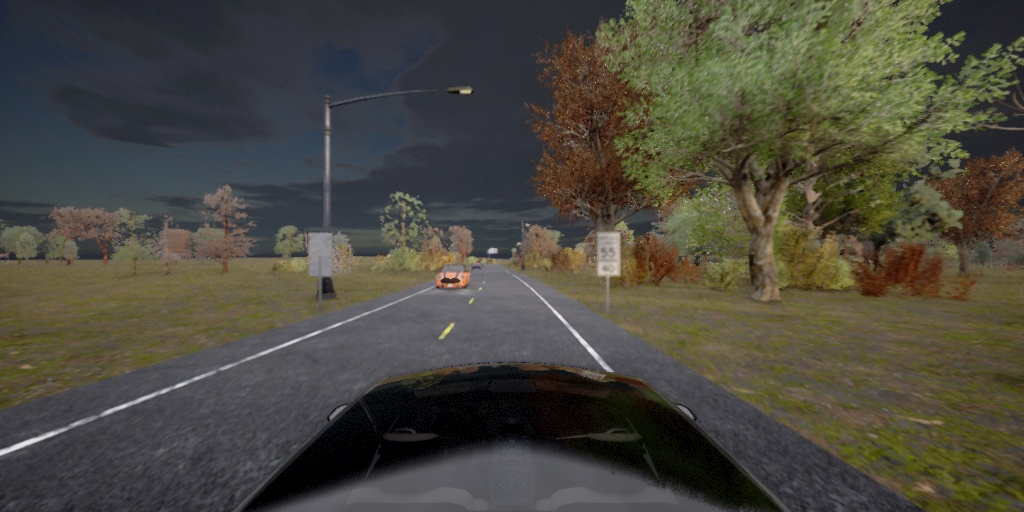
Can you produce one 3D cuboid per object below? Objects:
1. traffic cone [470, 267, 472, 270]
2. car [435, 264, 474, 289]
[{"bbox_3d":[-7.511,2.376,61.156,0.340,0.580,0.340,0,0,-4],"label":"traffic cone"},{"bbox_3d":[-4.082,1.361,25.466,2.097,1.767,4.553,0,-1,-2],"label":"car"}]
